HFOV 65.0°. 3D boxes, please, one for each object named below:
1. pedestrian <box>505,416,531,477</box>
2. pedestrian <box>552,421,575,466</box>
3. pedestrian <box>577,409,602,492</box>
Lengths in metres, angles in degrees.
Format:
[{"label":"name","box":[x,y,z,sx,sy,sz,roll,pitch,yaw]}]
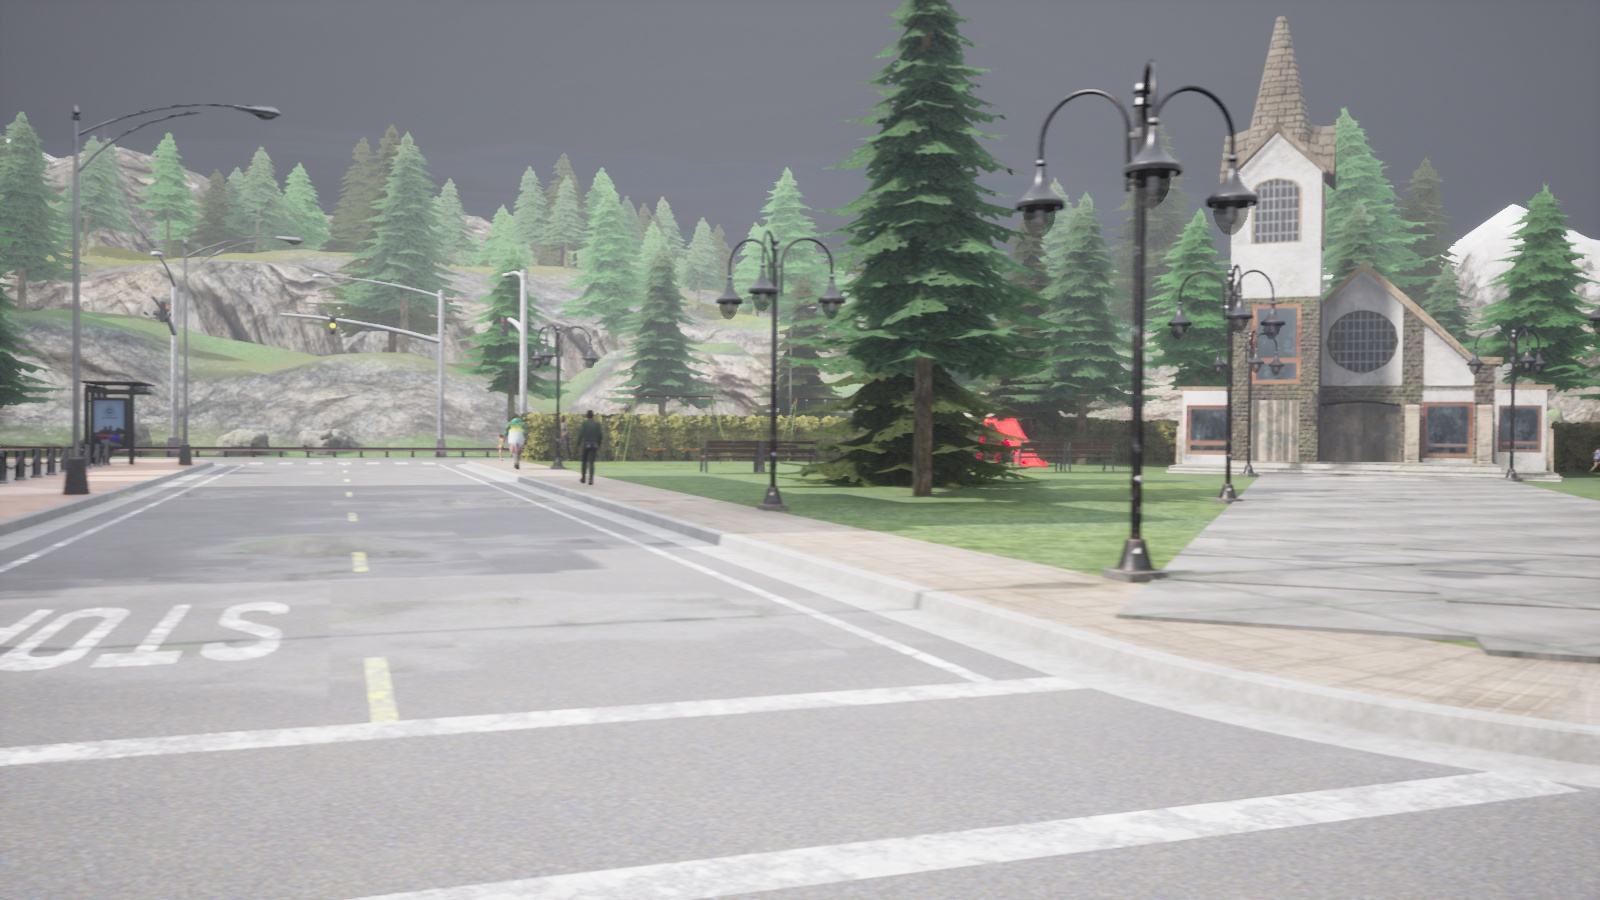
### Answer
[{"label":"pedestrian","box":[-9.125,-0.111,40.607,0.659,1.952,0.873,-1,1,-22]},{"label":"pedestrian","box":[-9.416,-0.266,50.037,0.328,1.805,0.869,0,1,40]},{"label":"pedestrian","box":[-5.032,0.015,29.997,0.423,1.949,0.788,-1,1,-21]}]
